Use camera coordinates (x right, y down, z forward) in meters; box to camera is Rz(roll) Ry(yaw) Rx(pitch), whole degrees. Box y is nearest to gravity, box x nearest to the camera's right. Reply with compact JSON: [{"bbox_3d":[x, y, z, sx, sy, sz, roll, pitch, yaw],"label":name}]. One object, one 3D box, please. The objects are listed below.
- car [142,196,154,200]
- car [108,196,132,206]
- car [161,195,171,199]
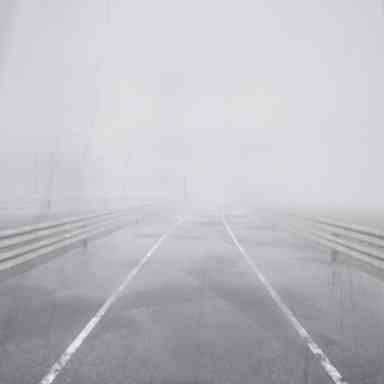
[{"bbox_3d":[-9.677,1.511,71.301,1.994,1.385,4.181,0,0,18],"label":"car"},{"bbox_3d":[-11.513,1.409,53.326,2.033,1.411,5.357,0,0,17],"label":"car"},{"bbox_3d":[-7.394,1.521,89.637,1.882,1.535,5.008,0,0,19],"label":"car"}]
